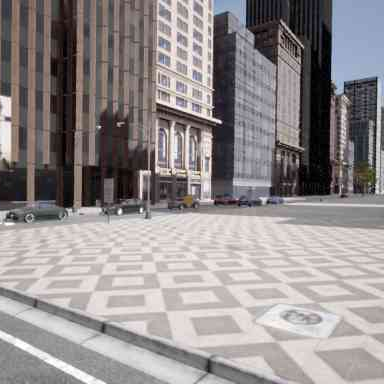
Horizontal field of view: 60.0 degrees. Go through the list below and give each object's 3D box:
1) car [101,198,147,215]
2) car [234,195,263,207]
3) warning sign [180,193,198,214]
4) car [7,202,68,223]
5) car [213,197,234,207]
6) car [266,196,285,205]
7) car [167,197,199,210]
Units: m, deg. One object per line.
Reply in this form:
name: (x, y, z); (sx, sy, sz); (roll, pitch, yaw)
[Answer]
car: (-6.452, 1.376, 32.002); (1.837, 1.490, 4.892); (1, 1, 35)
car: (8.347, 1.192, 47.464); (2.097, 1.767, 4.553); (1, 1, 36)
warning sign: (-0.259, 1.076, 30.681); (1.300, 1.860, 1.060); (1, 1, 35)
car: (-11.464, 1.469, 24.925); (1.994, 1.385, 4.181); (1, 1, 35)
car: (4.955, 1.394, 48.052); (1.895, 1.301, 4.718); (1, 1, 36)
car: (13.947, 1.361, 55.469); (1.994, 1.385, 4.181); (1, 1, 35)
car: (-1.005, 1.339, 39.693); (1.837, 1.490, 4.892); (1, 1, 35)
